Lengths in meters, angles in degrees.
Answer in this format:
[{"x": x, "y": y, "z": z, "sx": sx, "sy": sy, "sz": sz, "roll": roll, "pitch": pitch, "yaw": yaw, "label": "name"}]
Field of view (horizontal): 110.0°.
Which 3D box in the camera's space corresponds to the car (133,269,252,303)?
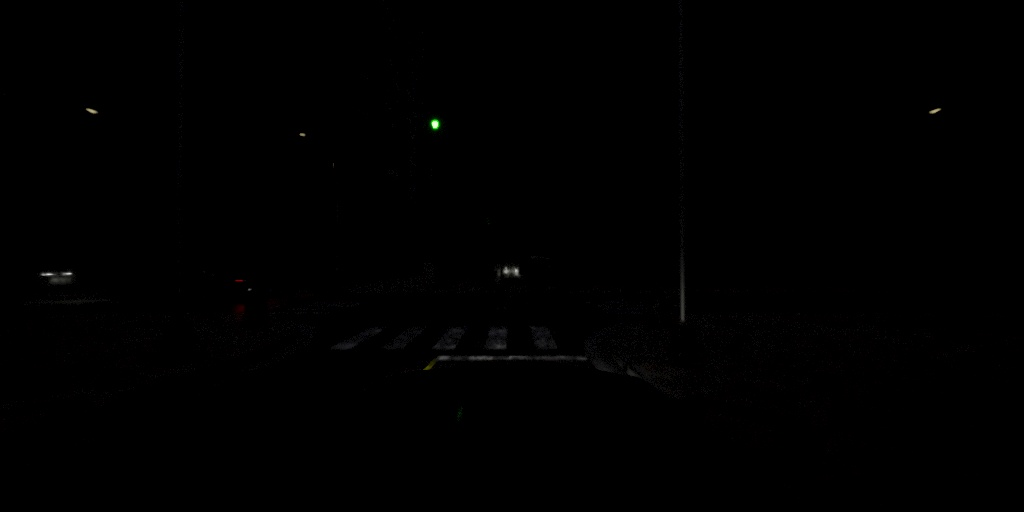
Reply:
[{"x": -14.525, "y": 1.336, "z": 16.579, "sx": 4.902, "sy": 1.511, "sz": 2.128, "roll": 0, "pitch": -1, "yaw": 0, "label": "car"}]
